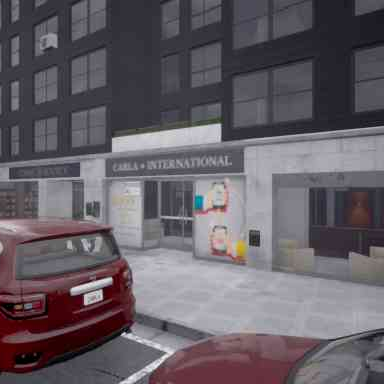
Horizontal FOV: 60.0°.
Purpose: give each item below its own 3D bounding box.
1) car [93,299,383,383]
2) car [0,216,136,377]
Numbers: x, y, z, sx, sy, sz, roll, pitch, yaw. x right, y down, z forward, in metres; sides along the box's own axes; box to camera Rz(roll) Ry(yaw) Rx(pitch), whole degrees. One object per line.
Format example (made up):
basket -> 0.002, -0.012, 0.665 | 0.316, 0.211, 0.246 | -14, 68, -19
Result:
car -> 1.513, 1.582, 1.999 | 4.206, 1.307, 1.802 | 0, 0, 35
car -> -3.099, 1.314, 5.281 | 5.009, 1.841, 2.192 | 0, 0, 35
